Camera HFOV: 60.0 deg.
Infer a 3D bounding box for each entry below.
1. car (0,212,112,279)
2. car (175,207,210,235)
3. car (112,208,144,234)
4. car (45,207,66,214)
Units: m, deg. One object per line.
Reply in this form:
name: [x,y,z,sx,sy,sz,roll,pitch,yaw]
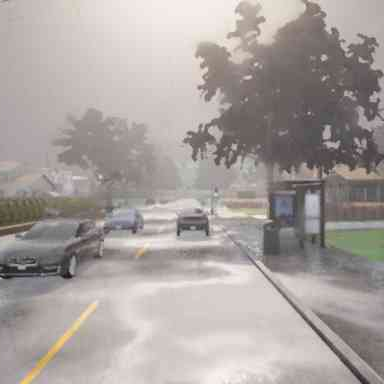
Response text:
car: [-4.124,1.608,10.483,1.837,1.490,4.892,0,-1,0]
car: [0.046,1.698,20.211,1.837,1.490,4.892,0,-1,0]
car: [-4.131,1.728,20.915,1.812,1.442,4.674,0,-1,0]
car: [-12.957,1.618,26.825,5.357,1.415,2.033,0,-1,3]
